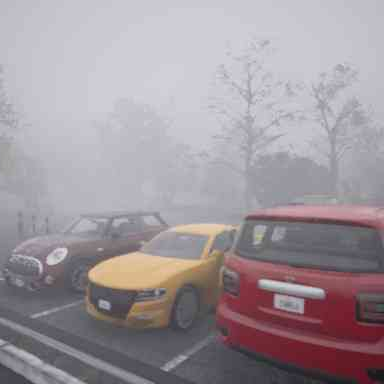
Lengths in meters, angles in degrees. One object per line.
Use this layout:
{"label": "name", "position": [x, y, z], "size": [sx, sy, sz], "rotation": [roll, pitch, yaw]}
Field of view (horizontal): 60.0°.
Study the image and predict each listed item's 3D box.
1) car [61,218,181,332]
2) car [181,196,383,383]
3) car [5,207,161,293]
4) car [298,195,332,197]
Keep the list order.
{"label": "car", "position": [0.094, 1.455, 7.140], "size": [2.097, 1.535, 5.008], "rotation": [0, 0, 35]}
{"label": "car", "position": [2.499, 1.202, 5.487], "size": [2.435, 2.045, 5.566], "rotation": [0, 0, 35]}
{"label": "car", "position": [-2.379, 1.332, 8.901], "size": [2.185, 1.767, 4.553], "rotation": [0, 0, 35]}
{"label": "car", "position": [6.394, 1.206, 17.664], "size": [2.435, 2.045, 5.566], "rotation": [0, 0, 35]}
